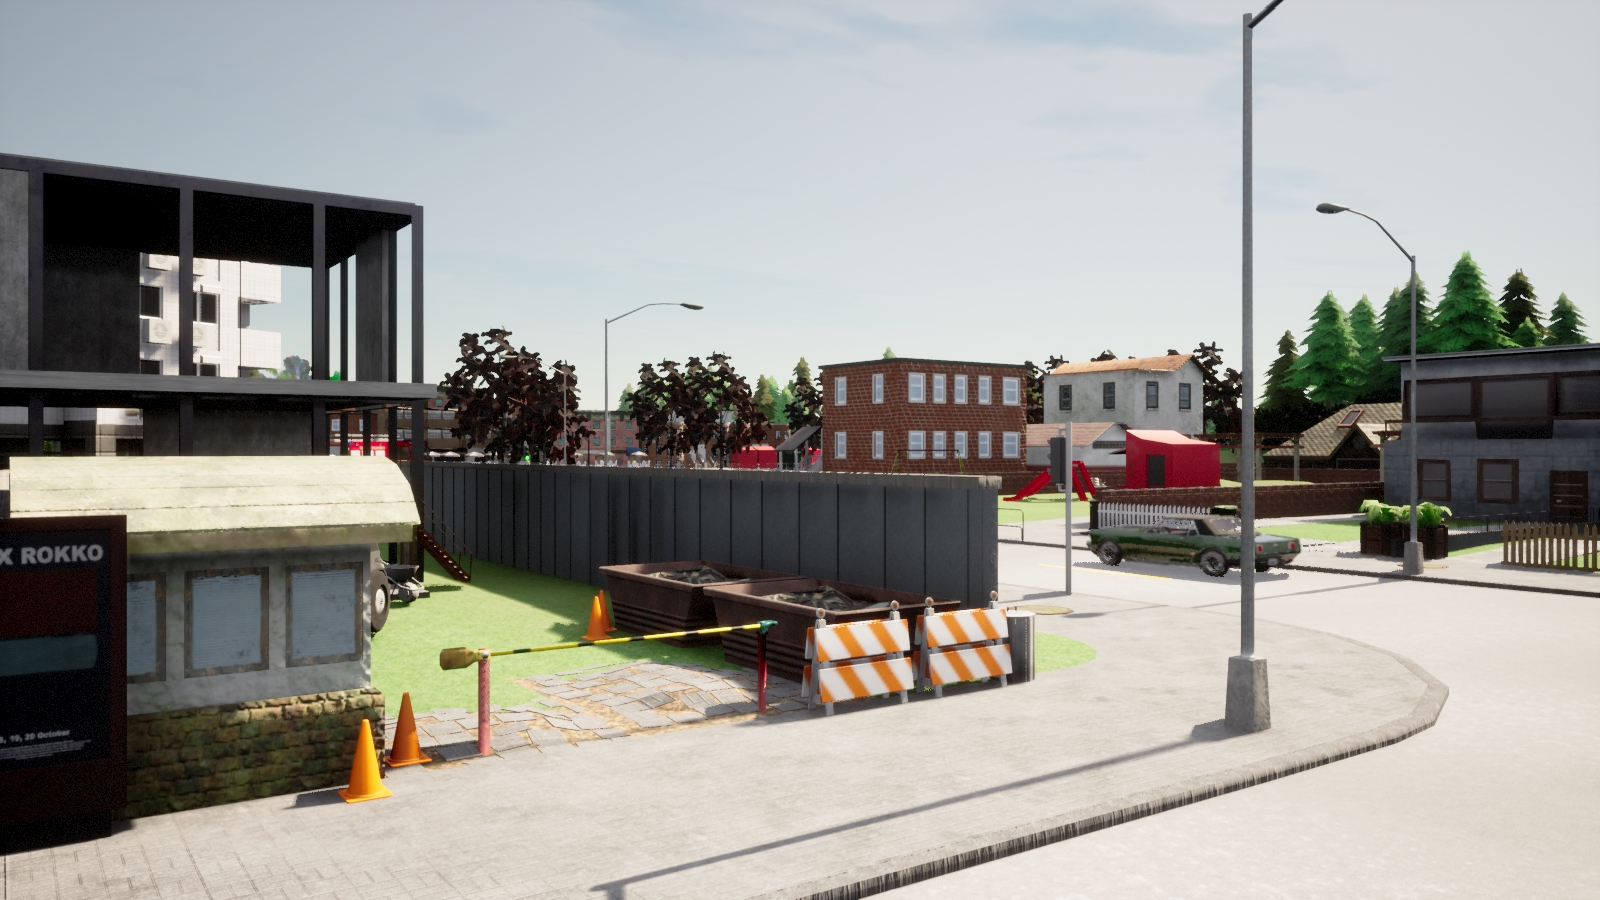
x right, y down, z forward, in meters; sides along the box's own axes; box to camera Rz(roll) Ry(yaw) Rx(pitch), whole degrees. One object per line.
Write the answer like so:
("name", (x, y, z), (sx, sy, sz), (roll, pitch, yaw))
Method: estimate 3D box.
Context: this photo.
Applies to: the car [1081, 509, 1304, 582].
("car", (9.004, 2.146, 26.616), (1.895, 1.301, 4.718), (0, 0, -35))
